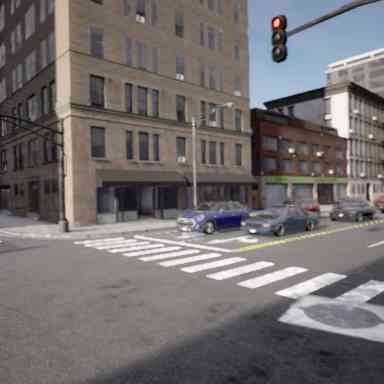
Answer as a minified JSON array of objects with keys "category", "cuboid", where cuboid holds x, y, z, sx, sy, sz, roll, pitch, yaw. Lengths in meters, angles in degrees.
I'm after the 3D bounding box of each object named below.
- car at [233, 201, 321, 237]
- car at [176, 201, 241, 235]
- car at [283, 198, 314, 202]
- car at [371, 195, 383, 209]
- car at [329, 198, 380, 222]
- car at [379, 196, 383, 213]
[{"category":"car","cuboid":[4.848,1.450,17.766,5.357,1.411,2.033,-1,0,-43]},{"category":"car","cuboid":[1.241,1.320,18.856,4.553,1.767,2.097,-1,0,-43]},{"category":"car","cuboid":[7.663,1.232,24.808,4.553,1.767,2.097,-1,0,-42]},{"category":"car","cuboid":[22.766,1.143,38.766,5.008,1.535,1.882,-1,0,-43]},{"category":"car","cuboid":[11.592,1.374,24.021,4.181,1.385,1.994,-1,0,-43]},{"category":"car","cuboid":[19.368,1.247,31.227,5.357,1.411,2.033,-1,0,-43]}]
